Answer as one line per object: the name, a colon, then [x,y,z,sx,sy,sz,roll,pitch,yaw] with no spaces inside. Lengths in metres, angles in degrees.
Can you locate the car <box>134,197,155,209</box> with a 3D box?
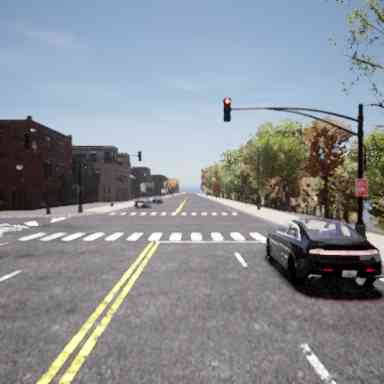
car: [-6.655,1.463,45.057,2.128,1.511,4.902,0,0,0]

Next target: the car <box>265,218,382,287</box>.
car: [3.334,1.485,9.325,2.128,1.511,4.902,0,0,2]

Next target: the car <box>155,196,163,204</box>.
car: [-6.645,1.508,65.420,2.033,1.411,5.357,0,0,0]
